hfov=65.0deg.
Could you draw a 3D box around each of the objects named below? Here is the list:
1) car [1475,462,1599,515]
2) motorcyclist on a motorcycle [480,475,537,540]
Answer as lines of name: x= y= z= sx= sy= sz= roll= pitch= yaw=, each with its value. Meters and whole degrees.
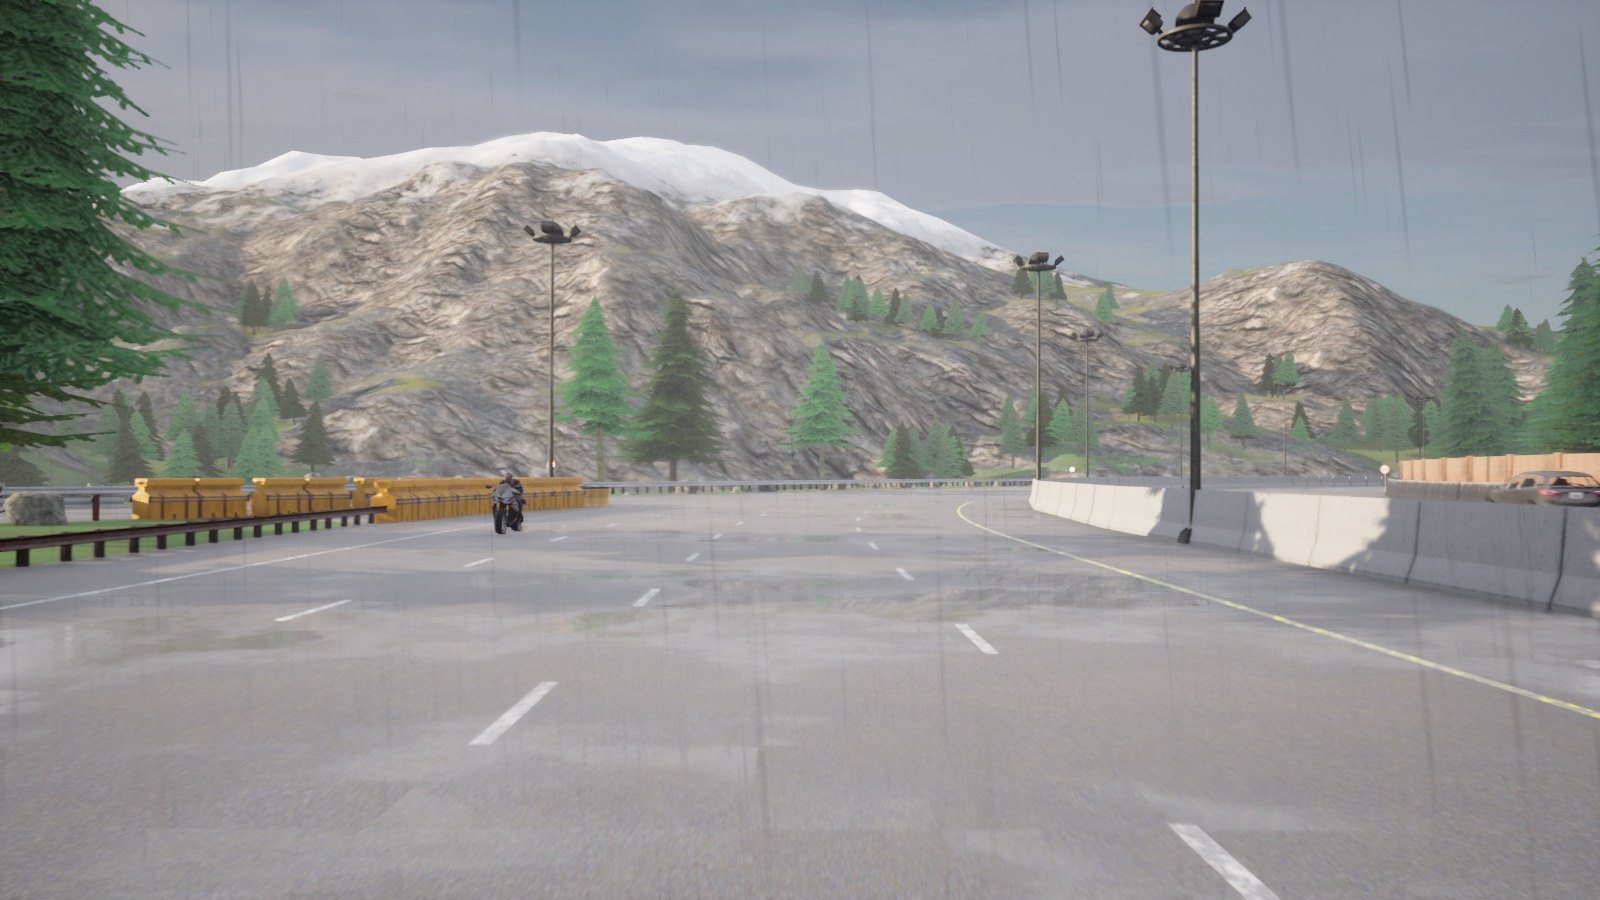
car: x=24.813 y=1.265 z=42.081 sx=2.242 sy=1.667 sz=4.611 roll=0 pitch=-1 yaw=5
motorcyclist on a motorcycle: x=-7.188 y=1.399 z=31.097 sx=0.866 sy=1.530 sz=2.191 roll=0 pitch=-1 yaw=1
